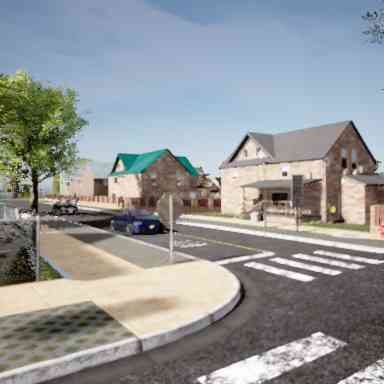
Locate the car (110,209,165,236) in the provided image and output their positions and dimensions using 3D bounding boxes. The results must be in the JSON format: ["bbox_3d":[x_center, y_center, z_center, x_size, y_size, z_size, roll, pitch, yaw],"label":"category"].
[{"bbox_3d":[-3.266,1.681,19.613,1.994,1.385,4.181,-1,1,-34],"label":"car"}]

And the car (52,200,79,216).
[{"bbox_3d":[-13.127,1.600,34.419,2.128,1.511,4.902,-1,1,-34],"label":"car"}]
